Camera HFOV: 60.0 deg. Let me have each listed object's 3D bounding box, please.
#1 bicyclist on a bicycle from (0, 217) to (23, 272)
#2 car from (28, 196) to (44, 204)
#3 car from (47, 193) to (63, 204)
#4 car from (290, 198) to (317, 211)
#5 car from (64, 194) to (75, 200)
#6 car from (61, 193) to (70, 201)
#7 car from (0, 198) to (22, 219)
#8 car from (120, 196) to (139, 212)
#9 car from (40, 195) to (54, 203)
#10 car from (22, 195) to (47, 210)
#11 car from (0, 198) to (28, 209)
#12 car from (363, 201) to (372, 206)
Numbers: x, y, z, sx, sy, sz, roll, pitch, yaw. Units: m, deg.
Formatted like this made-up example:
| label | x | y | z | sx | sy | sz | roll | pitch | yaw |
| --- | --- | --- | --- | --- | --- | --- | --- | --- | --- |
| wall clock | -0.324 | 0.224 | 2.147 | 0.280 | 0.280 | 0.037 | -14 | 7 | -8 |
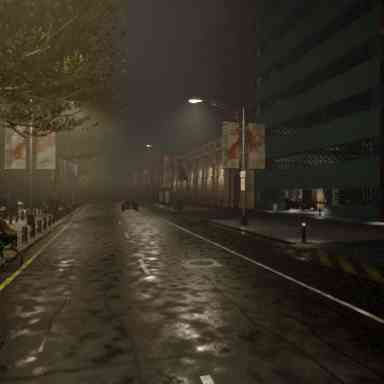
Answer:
| label | x | y | z | sx | sy | sz | roll | pitch | yaw |
| --- | --- | --- | --- | --- | --- | --- | --- | --- | --- |
| bicyclist on a bicycle | -5.503 | 1.365 | 9.289 | 1.656 | 1.620 | 0.582 | 13 | -3 | -14 |
| car | -29.319 | 1.477 | 62.822 | 1.882 | 1.535 | 5.008 | 0 | 0 | -15 |
| car | -24.681 | 1.477 | 58.848 | 1.882 | 1.535 | 5.008 | 0 | 0 | -15 |
| car | 12.612 | 1.413 | 38.948 | 2.161 | 1.482 | 4.786 | 0 | 0 | -15 |
| car | -32.694 | 1.262 | 88.931 | 2.128 | 1.511 | 4.902 | 0 | 0 | -15 |
| car | -28.652 | 1.225 | 73.856 | 2.150 | 2.045 | 5.566 | 0 | 0 | -15 |
| car | -16.715 | 1.356 | 28.942 | 2.097 | 1.767 | 4.553 | 0 | 0 | -15 |
| car | -7.486 | 1.525 | 39.656 | 1.812 | 1.442 | 4.674 | 0 | 0 | -15 |
| car | -32.506 | 1.525 | 74.717 | 2.128 | 1.511 | 4.902 | 0 | 0 | -15 |
| car | -20.578 | 1.503 | 43.363 | 1.837 | 1.490 | 4.892 | 0 | 1 | -15 |
| car | -25.705 | 1.548 | 48.085 | 2.033 | 1.411 | 5.357 | 0 | 0 | -9 |
| car | 23.922 | 1.463 | 41.564 | 1.895 | 1.301 | 4.718 | 0 | 0 | -15 |
